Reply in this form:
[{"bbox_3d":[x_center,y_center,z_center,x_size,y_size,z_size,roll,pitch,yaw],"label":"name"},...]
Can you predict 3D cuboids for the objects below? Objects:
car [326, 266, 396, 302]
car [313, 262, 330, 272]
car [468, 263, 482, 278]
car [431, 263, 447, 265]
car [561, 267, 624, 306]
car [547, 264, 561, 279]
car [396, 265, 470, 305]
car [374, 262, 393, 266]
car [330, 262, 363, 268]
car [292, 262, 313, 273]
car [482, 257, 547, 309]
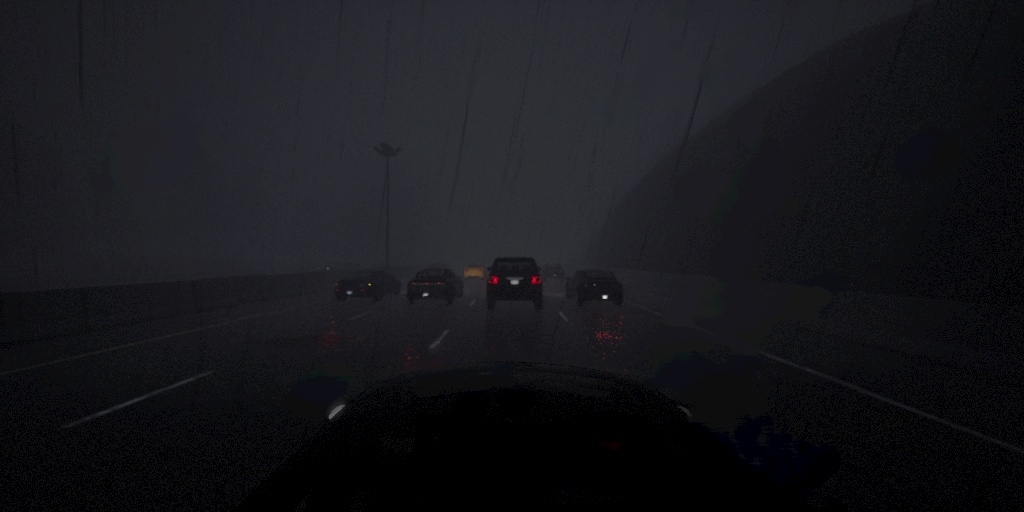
[{"bbox_3d":[-6.918,1.374,17.547,1.812,1.442,4.674,0,0,0],"label":"car"},{"bbox_3d":[-24.530,1.549,48.892,1.837,1.490,4.892,0,-1,1],"label":"car"},{"bbox_3d":[-3.405,1.429,34.050,1.882,1.535,5.008,0,0,0],"label":"car"},{"bbox_3d":[-6.906,1.429,34.046,1.882,1.535,5.008,0,0,0],"label":"car"},{"bbox_3d":[3.597,1.346,16.290,1.837,1.490,4.892,0,0,0],"label":"car"},{"bbox_3d":[3.594,1.434,32.475,2.128,1.511,4.902,0,0,0],"label":"car"},{"bbox_3d":[-3.403,1.334,16.549,2.128,1.511,4.902,0,0,0],"label":"car"},{"bbox_3d":[-17.537,1.566,48.633,1.812,1.442,4.674,0,-1,1],"label":"car"},{"bbox_3d":[-21.062,1.518,46.583,2.128,1.511,4.902,0,0,0],"label":"car"},{"bbox_3d":[-28.025,1.535,49.215,2.128,1.511,4.902,0,0,1],"label":"car"},{"bbox_3d":[0.097,1.058,15.582,2.150,2.045,5.566,0,0,0],"label":"car"}]
